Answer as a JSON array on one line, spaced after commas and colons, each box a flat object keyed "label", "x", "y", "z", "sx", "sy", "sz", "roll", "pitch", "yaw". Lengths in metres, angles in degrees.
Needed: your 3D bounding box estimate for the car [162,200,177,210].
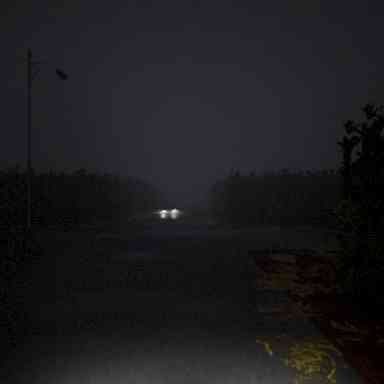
[{"label": "car", "x": -3.098, "y": 1.734, "z": 46.140, "sx": 1.895, "sy": 1.301, "sz": 4.718, "roll": 0, "pitch": -1, "yaw": 0}]
